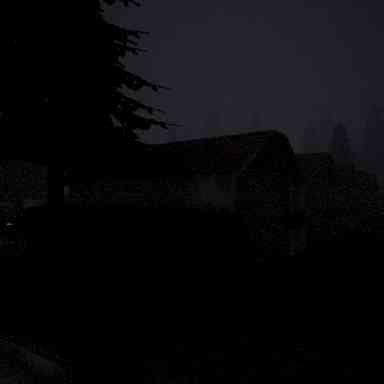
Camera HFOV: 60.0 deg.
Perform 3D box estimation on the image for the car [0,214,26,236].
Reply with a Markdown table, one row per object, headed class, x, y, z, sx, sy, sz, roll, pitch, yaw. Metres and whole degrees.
| class | x | y | z | sx | sy | sz | roll | pitch | yaw |
| --- | --- | --- | --- | --- | --- | --- | --- | --- | --- |
| car | -10.486 | 1.991 | 22.341 | 2.128 | 1.511 | 4.902 | -1 | -1 | 36 |
